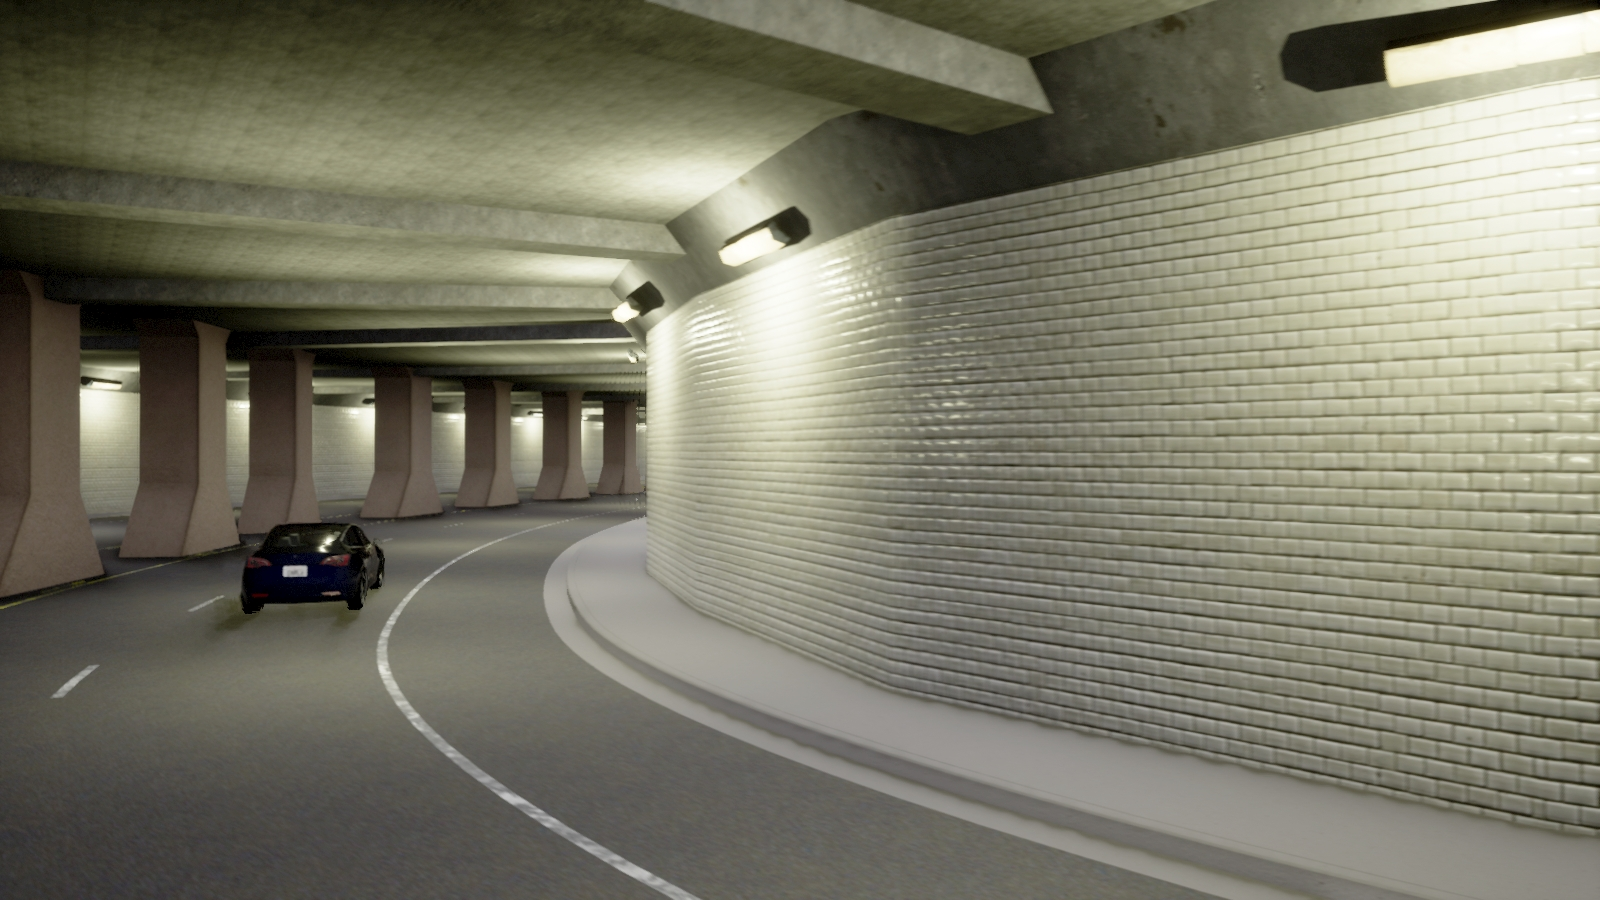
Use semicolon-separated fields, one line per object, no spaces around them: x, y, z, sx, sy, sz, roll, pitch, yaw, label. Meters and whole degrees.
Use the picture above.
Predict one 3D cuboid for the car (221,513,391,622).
-9.006;2.068;21.273;2.163;1.488;4.792;0;0;-14;car
